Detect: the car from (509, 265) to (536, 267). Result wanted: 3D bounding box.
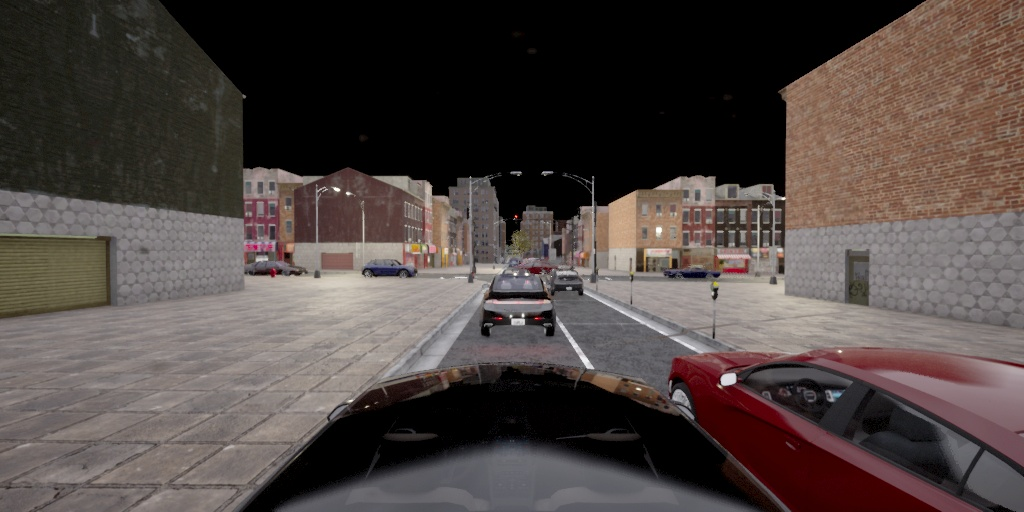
[{"bbox_3d":[0.230,1.369,20.374,1.895,1.301,4.718,0,0,1],"label":"car"}]

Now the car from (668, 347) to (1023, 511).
[{"bbox_3d":[2.637,1.294,2.364,1.888,1.381,4.507,0,0,0],"label":"car"}]

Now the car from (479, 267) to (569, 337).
[{"bbox_3d":[0.147,1.243,10.331,2.128,1.511,4.902,0,0,0],"label":"car"}]

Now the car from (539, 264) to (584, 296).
[{"bbox_3d":[2.734,1.316,19.239,2.007,1.370,4.403,0,0,0],"label":"car"}]

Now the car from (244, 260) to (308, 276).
[{"bbox_3d":[-20.931,1.095,31.436,5.357,1.411,2.033,1,1,0],"label":"car"}]

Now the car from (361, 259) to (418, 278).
[{"bbox_3d":[-10.593,1.039,31.366,4.553,1.767,2.097,1,1,0],"label":"car"}]

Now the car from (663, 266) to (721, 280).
[{"bbox_3d":[17.014,1.614,34.106,4.718,1.301,1.895,1,1,0],"label":"car"}]

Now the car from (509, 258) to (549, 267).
[{"bbox_3d":[2.308,1.291,36.773,5.008,1.535,1.882,0,1,29],"label":"car"}]
